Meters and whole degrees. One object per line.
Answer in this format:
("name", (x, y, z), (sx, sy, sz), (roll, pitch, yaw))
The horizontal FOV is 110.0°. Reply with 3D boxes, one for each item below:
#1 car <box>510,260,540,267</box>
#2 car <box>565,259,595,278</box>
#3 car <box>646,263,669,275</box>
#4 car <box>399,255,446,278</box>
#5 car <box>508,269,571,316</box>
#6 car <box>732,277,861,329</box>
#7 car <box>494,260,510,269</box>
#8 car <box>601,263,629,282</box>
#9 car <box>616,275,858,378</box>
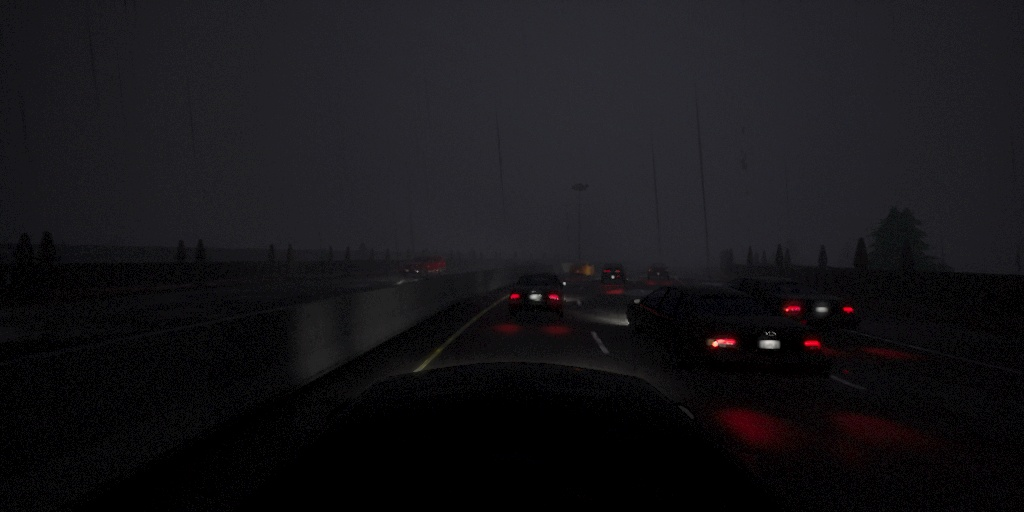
("car", (1.986, 1.264, 42.219), (1.882, 1.535, 5.008), (0, 0, 25))
("car", (7.064, 1.285, 35.843), (1.882, 1.535, 5.008), (0, 0, 21))
("car", (13.615, 1.365, 33.458), (1.812, 1.442, 4.674), (0, 0, 21))
("car", (-8.487, 0.949, 34.664), (2.150, 2.045, 5.566), (0, 0, 19))
("car", (1.026, 1.310, 13.481), (2.033, 1.411, 5.357), (0, 0, 8))
("car", (7.752, 1.343, 11.105), (2.033, 1.411, 5.357), (0, 0, 7))
("car", (-0.505, 1.268, 45.134), (2.128, 1.511, 4.902), (0, 0, 26))
("car", (8.227, 1.314, 28.855), (1.837, 1.490, 4.892), (0, 0, 18))
("car", (3.908, 1.321, 7.663), (2.033, 1.411, 5.357), (0, 0, 5))
